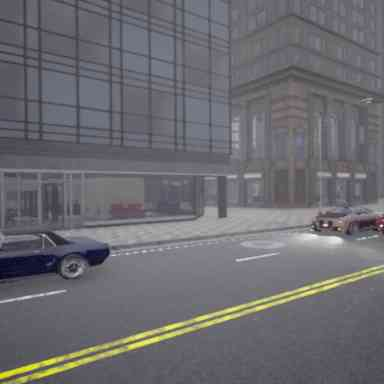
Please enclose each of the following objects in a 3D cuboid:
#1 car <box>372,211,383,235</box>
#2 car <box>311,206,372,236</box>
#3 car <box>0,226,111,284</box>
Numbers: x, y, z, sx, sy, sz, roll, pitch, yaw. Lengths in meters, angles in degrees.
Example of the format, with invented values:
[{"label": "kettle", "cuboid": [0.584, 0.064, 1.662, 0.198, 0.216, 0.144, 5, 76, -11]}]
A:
[{"label": "car", "cuboid": [10.977, 1.068, 15.418, 5.566, 2.045, 2.150, 0, 0, -35]}, {"label": "car", "cuboid": [8.162, 1.417, 17.415, 4.181, 1.385, 1.994, -1, 0, -35]}, {"label": "car", "cuboid": [-4.617, 1.593, 8.325, 4.718, 1.301, 1.895, -1, 0, -36]}]
